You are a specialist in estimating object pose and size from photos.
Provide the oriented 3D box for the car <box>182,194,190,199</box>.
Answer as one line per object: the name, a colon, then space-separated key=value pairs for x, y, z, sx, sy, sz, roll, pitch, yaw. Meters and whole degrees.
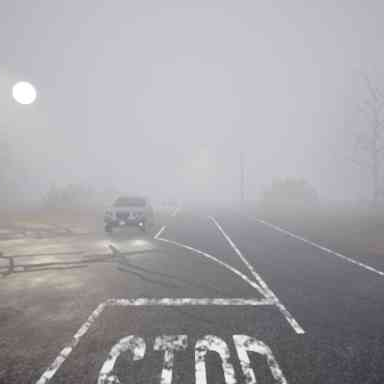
car: x=-1.940 y=1.317 z=95.064 sx=2.128 sy=1.511 sz=4.902 roll=0 pitch=0 yaw=7

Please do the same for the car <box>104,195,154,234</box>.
car: x=-3.508 y=1.203 z=19.549 sx=2.150 sy=2.045 sz=5.566 roll=0 pitch=0 yaw=0

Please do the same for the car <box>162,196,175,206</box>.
car: x=-3.591 y=1.419 z=52.026 sx=2.128 sy=1.511 sz=4.902 roll=0 pitch=0 yaw=0
